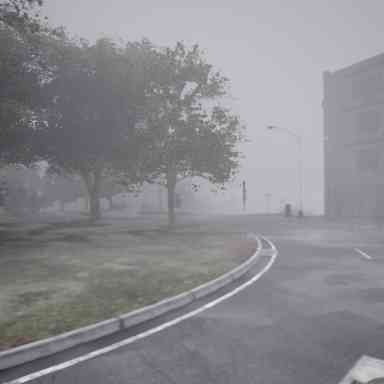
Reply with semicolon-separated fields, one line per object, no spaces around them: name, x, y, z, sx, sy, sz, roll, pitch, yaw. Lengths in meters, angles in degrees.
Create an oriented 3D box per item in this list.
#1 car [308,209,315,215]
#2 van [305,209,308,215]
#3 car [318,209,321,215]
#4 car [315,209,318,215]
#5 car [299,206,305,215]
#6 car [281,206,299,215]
car;26.698;4.750;77.301;2.002;1.452;4.674;-1;-4;27
van;21.747;3.772;67.601;1.878;1.987;4.442;-1;-4;27
car;31.757;5.312;87.219;2.185;1.767;4.553;-1;-4;27
car;29.251;4.952;82.308;2.185;1.767;4.553;-1;-4;27
car;19.197;3.661;62.596;2.163;1.488;4.792;-1;-4;27
car;16.720;3.313;57.702;2.002;1.452;4.674;1;-3;27
